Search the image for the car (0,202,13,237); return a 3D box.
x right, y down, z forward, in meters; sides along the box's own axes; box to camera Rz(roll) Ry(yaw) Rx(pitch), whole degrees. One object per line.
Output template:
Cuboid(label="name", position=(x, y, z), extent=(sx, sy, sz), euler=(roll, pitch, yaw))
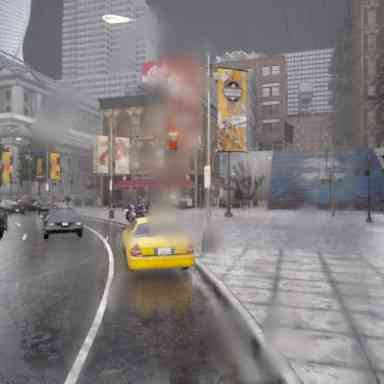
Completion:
Cuboid(label="car", position=(-10.697, 1.481, 17.274), extent=(2.128, 1.511, 4.902), euler=(0, 0, -27))

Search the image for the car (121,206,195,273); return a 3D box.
Cuboid(label="car", position=(-1.291, 1.455, 10.787), extent=(1.801, 1.575, 5.366), euler=(0, 0, -14))

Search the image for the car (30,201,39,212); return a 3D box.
Cuboid(label="car", position=(-20.128, 1.497, 38.354), extent=(4.674, 1.452, 2.002), euler=(0, 0, 37))

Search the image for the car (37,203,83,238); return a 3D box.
Cuboid(label="car", position=(-7.028, 1.540, 17.823), extent=(2.033, 1.411, 5.357), euler=(0, 0, -26))

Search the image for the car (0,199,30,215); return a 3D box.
Cuboid(label="car", position=(-17.857, 1.505, 32.352), extent=(4.674, 1.442, 1.812), euler=(0, 0, 43))
